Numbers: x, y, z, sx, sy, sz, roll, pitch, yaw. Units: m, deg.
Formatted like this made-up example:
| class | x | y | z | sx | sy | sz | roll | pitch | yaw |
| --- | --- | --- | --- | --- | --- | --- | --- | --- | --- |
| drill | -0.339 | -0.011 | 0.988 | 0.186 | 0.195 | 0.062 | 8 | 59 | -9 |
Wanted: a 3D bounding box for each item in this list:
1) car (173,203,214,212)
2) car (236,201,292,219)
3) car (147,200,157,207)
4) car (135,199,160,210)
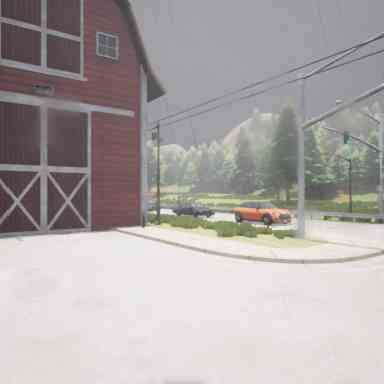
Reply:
| class | x | y | z | sx | sy | sz | roll | pitch | yaw |
| --- | --- | --- | --- | --- | --- | --- | --- | --- | --- |
| car | 0.026 | 1.770 | 33.435 | 2.033 | 1.411 | 5.357 | 0 | 0 | -34 |
| car | 5.405 | 1.524 | 25.577 | 2.097 | 1.767 | 4.553 | 0 | 0 | -34 |
| car | -5.594 | 1.839 | 41.650 | 1.994 | 1.385 | 4.181 | 0 | 0 | -35 |
| car | -6.640 | 1.847 | 49.556 | 1.812 | 1.442 | 4.674 | 0 | 0 | -34 |
